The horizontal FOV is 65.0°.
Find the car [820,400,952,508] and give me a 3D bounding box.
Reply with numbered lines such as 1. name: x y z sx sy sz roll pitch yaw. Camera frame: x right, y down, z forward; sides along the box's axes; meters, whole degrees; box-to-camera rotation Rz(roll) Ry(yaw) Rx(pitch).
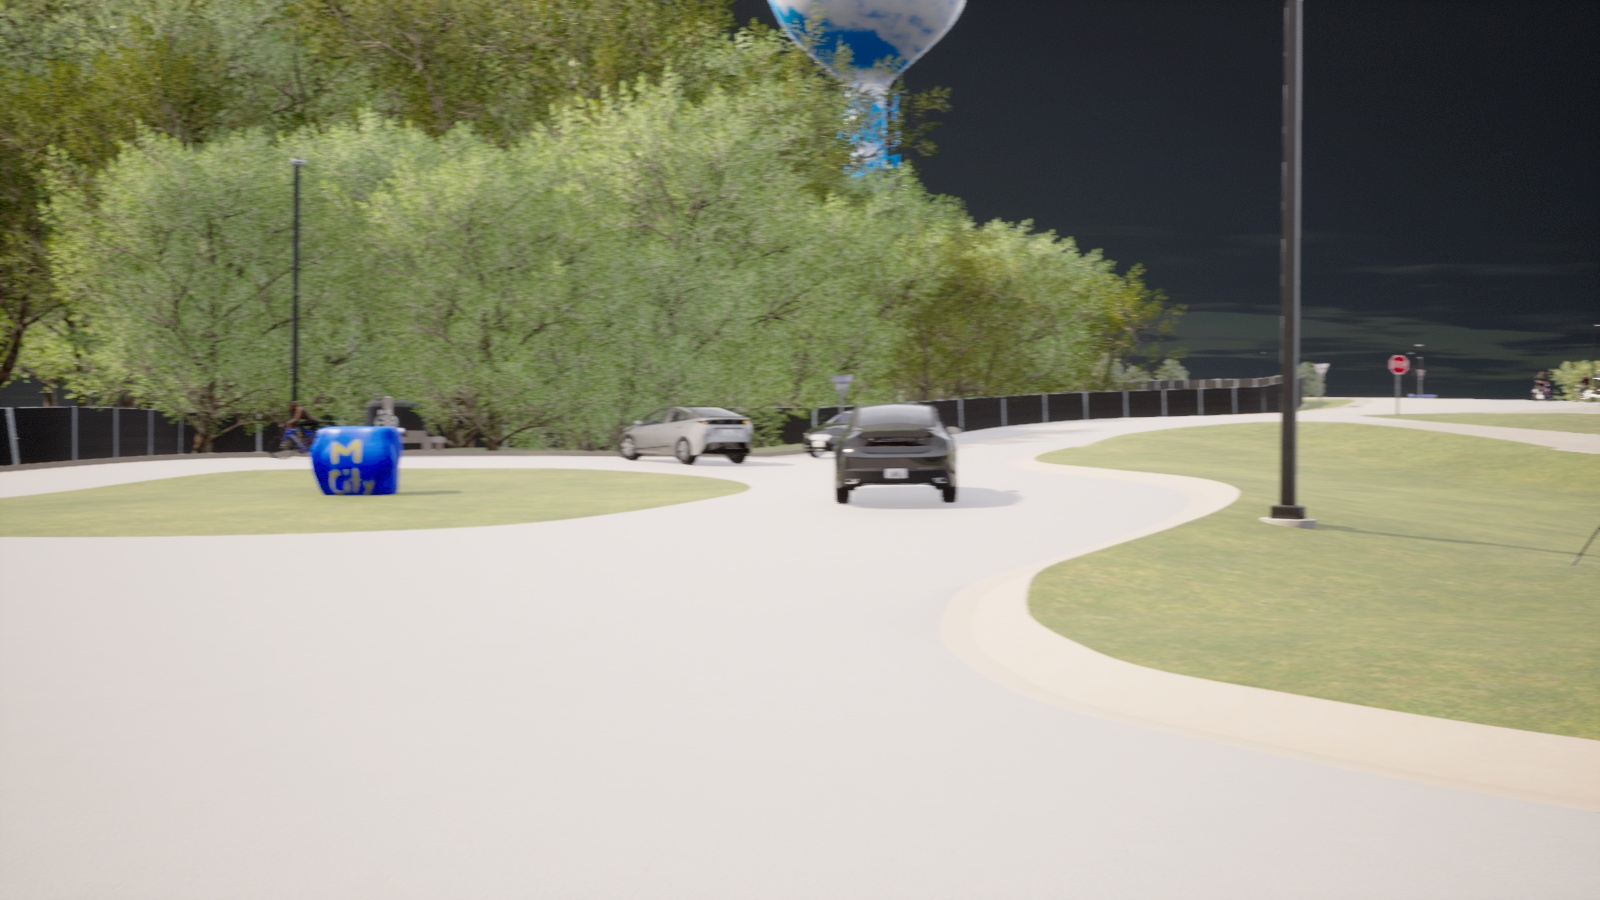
1. car: 1.355 -0.017 20.330 1.837 1.490 4.892 -2 2 3

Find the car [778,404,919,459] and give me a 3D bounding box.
1. car: 1.627 -0.615 40.358 2.128 1.511 4.902 0 3 36

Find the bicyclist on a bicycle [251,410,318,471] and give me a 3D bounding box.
1. bicyclist on a bicycle: -14.291 -0.269 34.812 1.656 1.620 0.582 -2 3 -23

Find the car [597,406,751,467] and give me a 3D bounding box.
1. car: -3.440 -0.398 33.549 2.007 1.525 4.514 -2 2 -37

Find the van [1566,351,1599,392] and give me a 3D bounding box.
1. van: 42.150 -4.003 64.360 4.480 2.038 2.069 1 4 -4
